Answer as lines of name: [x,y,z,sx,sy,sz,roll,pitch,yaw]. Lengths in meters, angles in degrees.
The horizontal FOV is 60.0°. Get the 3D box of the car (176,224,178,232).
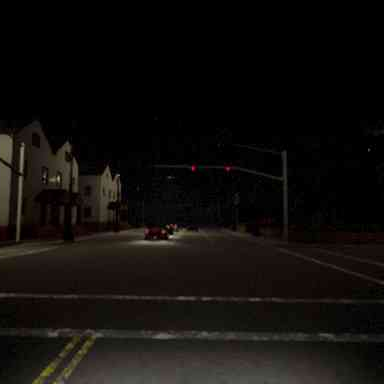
car: [-3.465,5.871,56.513,2.097,1.767,4.553,0,-5,1]

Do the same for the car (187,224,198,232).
car: [0.101,6.246,58.326,2.033,1.411,5.357,0,-5,0]

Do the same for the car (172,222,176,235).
car: [-3.509,4.999,43.838,1.994,1.385,4.181,0,-5,0]

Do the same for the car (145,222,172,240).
car: [-3.525,3.936,33.912,2.097,1.767,4.553,0,-5,0]
